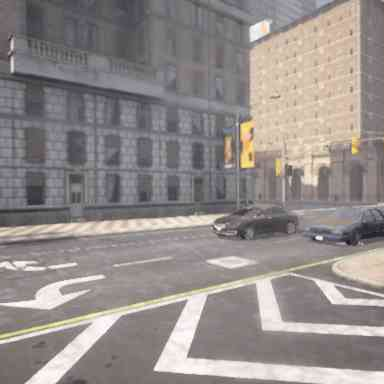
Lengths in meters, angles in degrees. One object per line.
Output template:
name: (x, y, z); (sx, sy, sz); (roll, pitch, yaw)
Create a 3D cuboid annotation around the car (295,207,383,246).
car: (7.211, 1.405, 14.719); (5.357, 1.411, 2.033); (-1, 0, -35)

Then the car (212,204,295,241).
car: (3.169, 1.388, 16.140); (4.892, 1.490, 1.837); (0, 0, -35)
